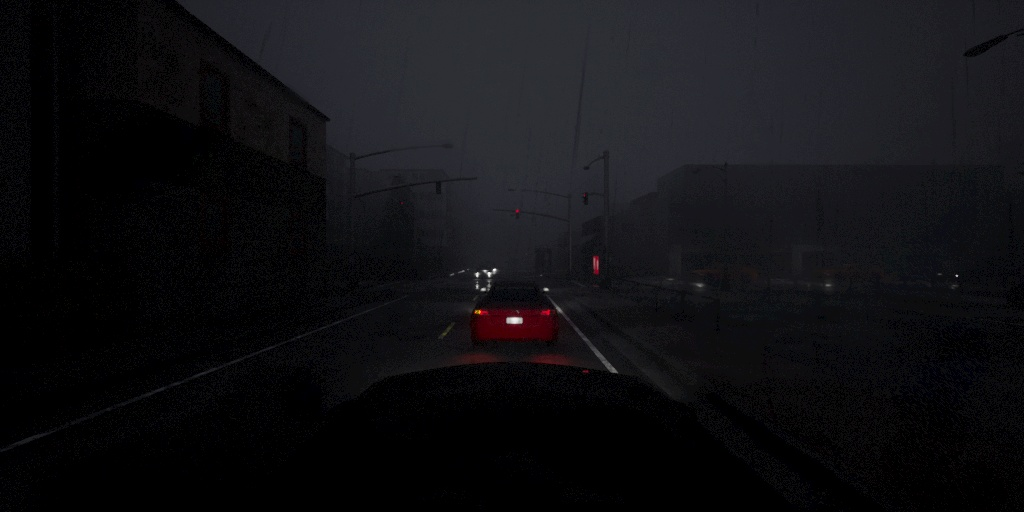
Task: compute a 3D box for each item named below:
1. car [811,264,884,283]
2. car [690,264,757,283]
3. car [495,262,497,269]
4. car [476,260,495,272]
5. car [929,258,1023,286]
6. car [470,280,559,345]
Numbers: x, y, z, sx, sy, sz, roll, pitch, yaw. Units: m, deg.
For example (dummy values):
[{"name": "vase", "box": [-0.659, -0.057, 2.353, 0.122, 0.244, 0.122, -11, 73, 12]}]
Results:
[{"name": "car", "box": [27.555, 1.404, 29.538, 5.008, 1.535, 1.882, 0, 0, 0]}, {"name": "car", "box": [17.330, 1.404, 29.529, 5.008, 1.535, 1.882, 0, 0, 0]}, {"name": "car", "box": [-3.514, 1.350, 58.201, 1.895, 1.301, 4.718, 0, 0, 0]}, {"name": "car", "box": [-3.543, 1.275, 46.343, 1.812, 1.442, 4.674, 0, 0, 0]}, {"name": "car", "box": [38.045, 1.147, 29.531, 5.566, 2.045, 2.150, 0, 0, 0]}, {"name": "car", "box": [0.072, 1.314, 9.472, 1.994, 1.385, 4.181, 0, 0, 0]}]
